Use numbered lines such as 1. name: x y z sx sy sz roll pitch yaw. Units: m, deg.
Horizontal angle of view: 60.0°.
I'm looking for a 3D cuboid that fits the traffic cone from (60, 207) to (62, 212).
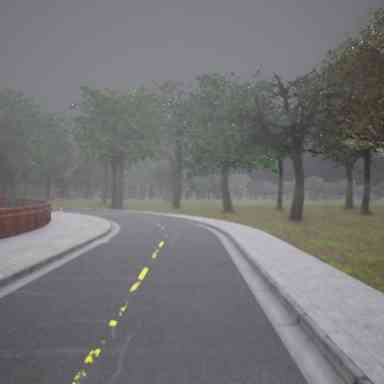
1. traffic cone: -14.663 1.995 37.294 0.340 0.580 0.340 1 -1 35
